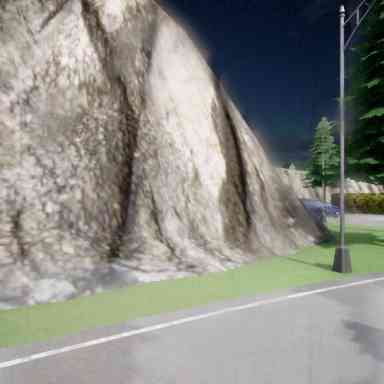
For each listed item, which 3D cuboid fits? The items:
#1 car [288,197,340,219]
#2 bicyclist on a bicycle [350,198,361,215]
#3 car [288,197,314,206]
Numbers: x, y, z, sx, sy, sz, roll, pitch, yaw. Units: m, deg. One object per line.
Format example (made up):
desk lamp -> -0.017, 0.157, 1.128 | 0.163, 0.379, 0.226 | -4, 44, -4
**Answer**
car -> 10.674, 1.477, 29.215 | 1.882, 1.535, 5.008 | 0, 0, -27
bicyclist on a bicycle -> 16.430, 1.453, 33.354 | 1.656, 1.620, 0.582 | 0, 0, -28
car -> 18.241, 1.576, 55.688 | 4.181, 1.385, 1.994 | 0, 0, -31
